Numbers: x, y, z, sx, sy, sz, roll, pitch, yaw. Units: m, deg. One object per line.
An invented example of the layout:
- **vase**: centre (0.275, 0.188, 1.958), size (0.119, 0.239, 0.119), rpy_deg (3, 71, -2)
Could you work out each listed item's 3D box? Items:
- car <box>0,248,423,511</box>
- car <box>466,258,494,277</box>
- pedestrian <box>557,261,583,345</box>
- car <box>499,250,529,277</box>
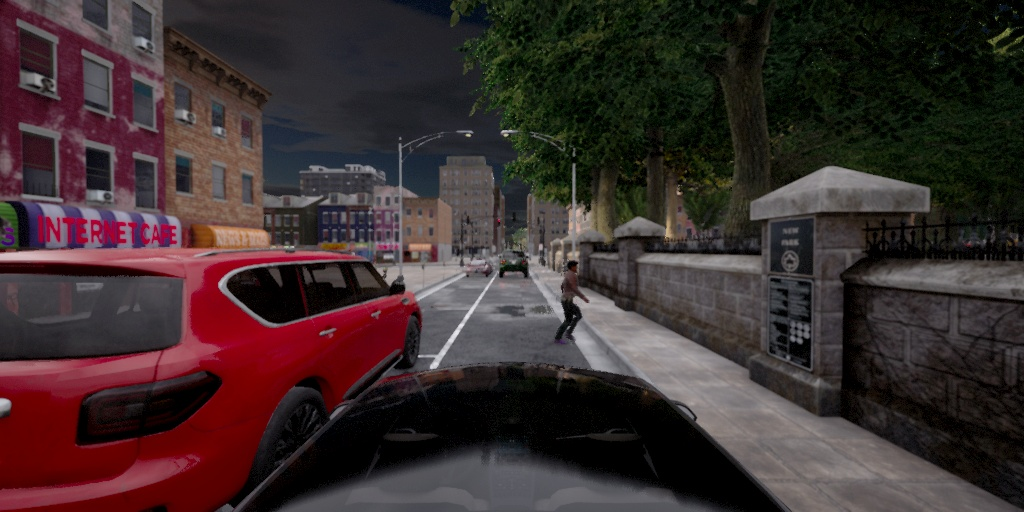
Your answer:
- **car**: centre (-2.747, 0.931, 4.406), size (2.150, 2.045, 5.566), rpy_deg (0, 1, 0)
- **car**: centre (-2.583, 0.899, 28.089), size (1.802, 1.307, 4.207), rpy_deg (0, 0, 0)
- **pedestrian**: centre (1.232, 0.946, 7.649), size (0.375, 1.860, 0.375), rpy_deg (0, 1, 0)
- **car**: centre (0.130, 0.538, 28.082), size (2.150, 2.045, 5.566), rpy_deg (0, 1, 0)
